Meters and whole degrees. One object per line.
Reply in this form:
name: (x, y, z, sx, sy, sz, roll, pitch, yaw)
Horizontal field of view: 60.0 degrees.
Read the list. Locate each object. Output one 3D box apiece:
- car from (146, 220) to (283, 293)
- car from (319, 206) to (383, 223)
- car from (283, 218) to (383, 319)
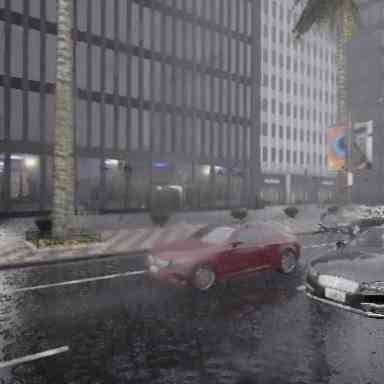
car: (1.037, 1.525, 8.998, 4.674, 1.442, 1.812, 0, 0, -35)
car: (8.905, 1.519, 18.188, 4.892, 1.521, 2.231, 0, 0, -35)
car: (4.467, 1.511, 7.132, 4.902, 1.511, 2.128, 0, 0, -35)
